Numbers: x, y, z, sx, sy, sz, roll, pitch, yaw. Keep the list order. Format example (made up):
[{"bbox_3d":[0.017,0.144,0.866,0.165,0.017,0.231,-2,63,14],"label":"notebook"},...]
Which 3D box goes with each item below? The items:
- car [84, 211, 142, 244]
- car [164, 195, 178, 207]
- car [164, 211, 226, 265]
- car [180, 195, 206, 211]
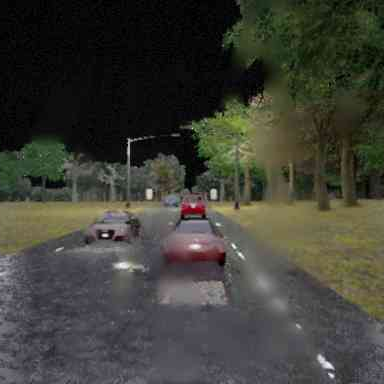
[{"bbox_3d":[-3.593,1.596,15.728,1.994,1.385,4.181,0,0,0],"label":"car"},{"bbox_3d":[-3.532,1.522,56.604,2.150,2.045,5.566,0,-1,1],"label":"car"},{"bbox_3d":[0.097,1.589,11.843,1.994,1.385,4.181,0,0,0],"label":"car"},{"bbox_3d":[0.111,1.304,30.234,2.150,2.045,5.566,0,0,0],"label":"car"}]
